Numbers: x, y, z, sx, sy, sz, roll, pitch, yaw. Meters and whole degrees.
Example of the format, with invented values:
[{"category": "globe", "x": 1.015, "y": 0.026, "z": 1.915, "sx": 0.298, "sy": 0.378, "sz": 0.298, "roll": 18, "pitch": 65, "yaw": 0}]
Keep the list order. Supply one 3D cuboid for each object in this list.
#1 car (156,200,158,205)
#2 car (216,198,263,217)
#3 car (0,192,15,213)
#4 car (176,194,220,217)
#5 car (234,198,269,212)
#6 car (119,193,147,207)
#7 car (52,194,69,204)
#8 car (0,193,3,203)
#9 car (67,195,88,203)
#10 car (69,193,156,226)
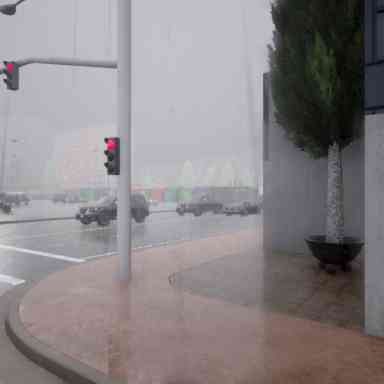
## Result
[{"category": "car", "x": -7.119, "y": 1.395, "z": 52.067, "sx": 3.806, "sy": 1.475, "sz": 1.970, "roll": 0, "pitch": 0, "yaw": 35}, {"category": "car", "x": 4.837, "y": 1.547, "z": 31.344, "sx": 2.033, "sy": 1.411, "sz": 5.357, "roll": 0, "pitch": 0, "yaw": 37}, {"category": "car", "x": -20.145, "y": 1.156, "z": 33.698, "sx": 3.866, "sy": 1.878, "sz": 1.905, "roll": 0, "pitch": 0, "yaw": 35}, {"category": "car", "x": 0.796, "y": 1.220, "z": 32.130, "sx": 2.150, "sy": 2.045, "sz": 5.566, "roll": 0, "pitch": 0, "yaw": 37}, {"category": "car", "x": 7.349, "y": 1.547, "z": 40.831, "sx": 2.033, "sy": 1.411, "sz": 5.357, "roll": 0, "pitch": 0, "yaw": 37}, {"category": "car", "x": -8.805, "y": 1.156, "z": 49.713, "sx": 3.866, "sy": 1.878, "sz": 1.905, "roll": 0, "pitch": 0, "yaw": 35}, {"category": "car", "x": -23.097, "y": 1.153, "z": 59.848, "sx": 4.605, "sy": 1.855, "sz": 1.932, "roll": 0, "pitch": 0, "yaw": 35}, {"category": "car", "x": -38.588, "y": 1.153, "z": 64.051, "sx": 4.605, "sy": 1.855, "sz": 1.932, "roll": 0, "pitch": 0, "yaw": 35}, {"category": "car", "x": -21.366, "y": 1.364, "z": 62.171, "sx": 3.905, "sy": 1.438, "sz": 1.784, "roll": 0, "pitch": 0, "yaw": 35}, {"category": "car", "x": -5.479, "y": 1.221, "z": 23.733, "sx": 2.150, "sy": 2.045, "sz": 5.566, "roll": 0, "pitch": 0, "yaw": 36}]
